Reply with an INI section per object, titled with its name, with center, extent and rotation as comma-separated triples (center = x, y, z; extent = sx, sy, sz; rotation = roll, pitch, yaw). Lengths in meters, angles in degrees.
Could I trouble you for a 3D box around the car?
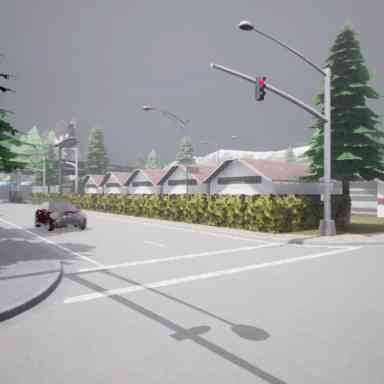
[car]
center = -8.014, 1.313, 20.114
extent = 2.097, 1.767, 4.553
rotation = 0, 0, -37
